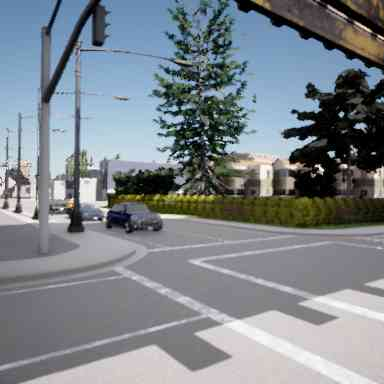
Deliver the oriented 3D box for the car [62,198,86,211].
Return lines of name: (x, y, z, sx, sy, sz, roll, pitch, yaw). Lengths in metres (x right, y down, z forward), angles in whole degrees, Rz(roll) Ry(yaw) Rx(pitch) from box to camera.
car: (-15.731, 1.641, 44.141, 1.882, 1.535, 5.008, 1, -1, -34)

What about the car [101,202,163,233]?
car: (-3.618, 1.466, 20.503, 2.097, 1.767, 4.553, 1, -1, -35)

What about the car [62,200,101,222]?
car: (-9.098, 1.662, 28.277, 2.033, 1.411, 5.357, 1, -1, -35)

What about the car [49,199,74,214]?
car: (-14.959, 1.607, 36.627, 2.128, 1.511, 4.902, 1, -1, -35)
